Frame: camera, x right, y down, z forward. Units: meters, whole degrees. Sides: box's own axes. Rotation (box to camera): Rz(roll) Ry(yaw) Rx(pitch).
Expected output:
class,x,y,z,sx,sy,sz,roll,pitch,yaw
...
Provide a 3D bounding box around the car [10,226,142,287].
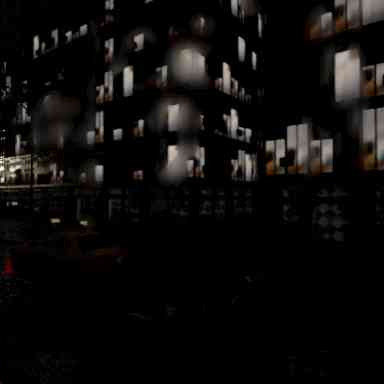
class,x,y,z,sx,sy,sz,roll,pitch,yaw
car,-3.575,1.683,9.728,4.829,1.417,1.752,0,-2,37

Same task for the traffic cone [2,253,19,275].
class,x,y,z,sx,sy,sz,roll,pitch,yaw
traffic cone,-5.378,2.103,9.861,0.340,0.580,0.340,0,-1,37

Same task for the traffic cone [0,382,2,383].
class,x,y,z,sx,sy,sz,roll,pitch,yaw
traffic cone,-2.385,2.015,3.859,0.340,0.580,0.340,0,-1,37
